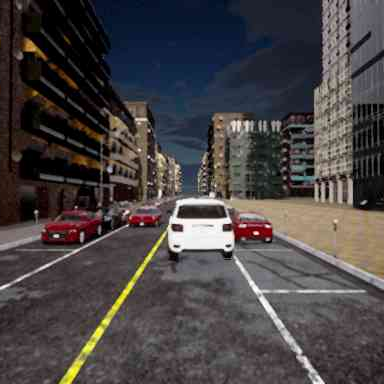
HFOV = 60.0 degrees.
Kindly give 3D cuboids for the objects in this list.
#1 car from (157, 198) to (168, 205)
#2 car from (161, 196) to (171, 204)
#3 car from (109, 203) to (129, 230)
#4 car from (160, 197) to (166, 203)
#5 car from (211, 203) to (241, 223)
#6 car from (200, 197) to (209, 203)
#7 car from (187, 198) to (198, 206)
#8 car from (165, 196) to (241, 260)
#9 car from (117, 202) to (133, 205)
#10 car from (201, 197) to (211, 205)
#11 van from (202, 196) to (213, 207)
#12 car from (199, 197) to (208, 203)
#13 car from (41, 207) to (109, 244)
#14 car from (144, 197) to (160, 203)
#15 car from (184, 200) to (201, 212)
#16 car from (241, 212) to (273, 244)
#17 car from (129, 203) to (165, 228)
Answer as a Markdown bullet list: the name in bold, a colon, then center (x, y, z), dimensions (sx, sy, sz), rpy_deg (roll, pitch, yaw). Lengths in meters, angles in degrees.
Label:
- **car**: center (-5.773, 1.853, 66.305), dimensions (1.802, 1.307, 4.206), rpy_deg (1, 0, 0)
- **car**: center (-5.823, 1.748, 75.210), dimensions (1.967, 1.590, 4.097), rpy_deg (1, 0, 0)
- **car**: center (-5.684, 1.653, 21.748), dimensions (1.947, 1.339, 4.313), rpy_deg (1, 0, 0)
- **car**: center (-5.694, 1.665, 55.167), dimensions (1.967, 1.590, 4.097), rpy_deg (1, 0, 0)
- **car**: center (2.695, 1.661, 27.318), dimensions (2.008, 1.369, 4.403), rpy_deg (1, 0, 0)
- **car**: center (2.814, 1.868, 77.447), dimensions (2.008, 1.369, 4.403), rpy_deg (1, 0, 0)
- **car**: center (0.081, 1.774, 60.847), dimensions (1.812, 1.442, 4.674), rpy_deg (0, 0, 0)
- **car**: center (0.205, 1.275, 12.848), dimensions (2.150, 2.045, 5.566), rpy_deg (0, 0, -3)
- **car**: center (-5.684, 1.550, 27.318), dimensions (1.967, 1.590, 4.097), rpy_deg (1, 0, 0)
- **car**: center (2.771, 1.818, 67.016), dimensions (1.887, 1.381, 4.507), rpy_deg (1, 0, 0)
- **van**: center (2.719, 1.579, 58.556), dimensions (1.690, 1.788, 3.998), rpy_deg (1, 0, 0)
- **car**: center (2.813, 1.891, 83.017), dimensions (2.008, 1.369, 4.403), rpy_deg (1, 0, 0)
- **car**: center (-5.683, 1.610, 16.179), dimensions (1.887, 1.381, 4.507), rpy_deg (1, 0, 0)
- **car**: center (-5.689, 1.761, 44.027), dimensions (1.802, 1.307, 4.206), rpy_deg (1, 0, 0)
- **car**: center (0.091, 1.721, 42.725), dimensions (2.033, 1.411, 5.357), rpy_deg (0, 0, 0)
- **car**: center (2.697, 1.610, 16.179), dimensions (1.887, 1.381, 4.507), rpy_deg (1, 0, 0)
- **car**: center (-3.105, 1.693, 22.844), dimensions (1.895, 1.301, 4.718), rpy_deg (0, 0, 0)
